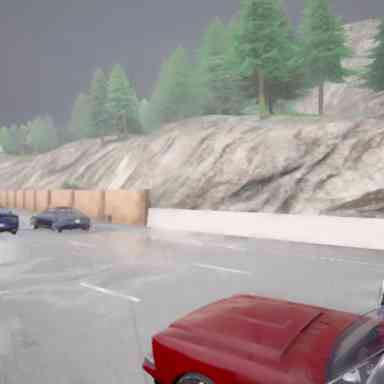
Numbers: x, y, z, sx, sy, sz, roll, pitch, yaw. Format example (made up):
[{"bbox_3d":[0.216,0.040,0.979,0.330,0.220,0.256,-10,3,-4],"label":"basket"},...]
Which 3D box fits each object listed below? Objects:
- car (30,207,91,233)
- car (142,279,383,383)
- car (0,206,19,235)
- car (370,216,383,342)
[{"bbox_3d":[-7.720,1.540,19.433,4.181,1.385,1.994,0,0,42],"label":"car"},{"bbox_3d":[1.836,1.613,2.736,4.718,1.301,1.895,0,0,36],"label":"car"},{"bbox_3d":[-10.903,1.437,17.580,5.008,1.535,1.882,0,0,42],"label":"car"},{"bbox_3d":[5.206,1.381,4.662,4.553,1.767,2.097,0,0,35],"label":"car"}]
